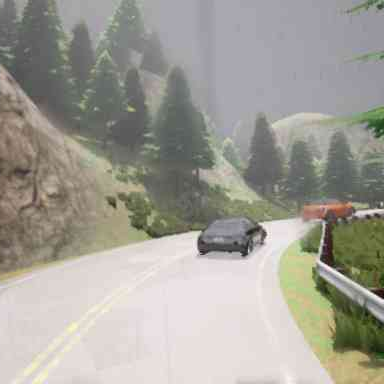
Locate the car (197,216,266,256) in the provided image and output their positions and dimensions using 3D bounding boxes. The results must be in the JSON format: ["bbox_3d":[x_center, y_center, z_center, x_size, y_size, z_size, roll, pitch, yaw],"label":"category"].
[{"bbox_3d":[1.726,1.666,13.709,1.994,1.385,4.181,-3,-1,23],"label":"car"}]

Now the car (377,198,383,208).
[{"bbox_3d":[22.958,1.126,37.894,4.902,1.511,2.128,-2,-3,-34],"label":"car"}]

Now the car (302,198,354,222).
[{"bbox_3d":[10.205,1.255,24.809,4.553,1.767,2.097,-2,-3,-38],"label":"car"}]
